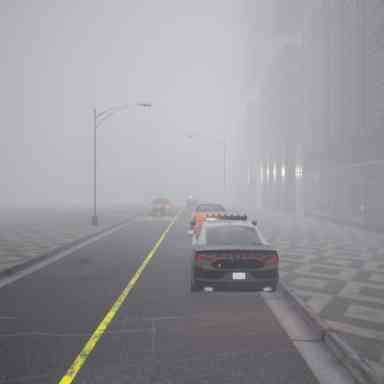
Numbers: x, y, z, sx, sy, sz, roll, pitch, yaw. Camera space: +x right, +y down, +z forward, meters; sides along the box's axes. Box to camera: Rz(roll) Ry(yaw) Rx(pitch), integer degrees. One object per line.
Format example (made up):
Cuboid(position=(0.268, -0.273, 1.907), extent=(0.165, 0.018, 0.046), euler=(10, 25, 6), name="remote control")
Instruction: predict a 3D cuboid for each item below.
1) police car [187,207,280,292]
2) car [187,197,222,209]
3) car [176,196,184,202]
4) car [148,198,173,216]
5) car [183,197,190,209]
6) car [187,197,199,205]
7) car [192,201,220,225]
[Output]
Cuboid(position=(0.917, 1.427, 9.045), extent=(1.930, 1.638, 5.238), euler=(0, 0, 0), name="police car")
Cuboid(position=(0.938, 1.361, 18.906), extent=(2.097, 1.767, 4.553), euler=(0, 0, 0), name="car")
Cuboid(position=(-2.819, 1.674, 82.487), extent=(2.128, 1.511, 4.902), euler=(0, 0, 0), name="car")
Cuboid(position=(-3.030, 1.383, 32.504), extent=(2.097, 1.767, 4.553), euler=(0, 0, 0), name="car")
Cuboid(position=(0.113, 1.667, 46.539), extent=(1.895, 1.301, 4.718), euler=(0, 0, 1), name="car")
Cuboid(position=(0.131, 1.601, 60.397), extent=(2.128, 1.511, 4.902), euler=(0, 0, 0), name="car")
Cuboid(position=(0.953, 1.496, 24.936), extent=(1.882, 1.535, 5.008), euler=(0, 0, 0), name="car")
